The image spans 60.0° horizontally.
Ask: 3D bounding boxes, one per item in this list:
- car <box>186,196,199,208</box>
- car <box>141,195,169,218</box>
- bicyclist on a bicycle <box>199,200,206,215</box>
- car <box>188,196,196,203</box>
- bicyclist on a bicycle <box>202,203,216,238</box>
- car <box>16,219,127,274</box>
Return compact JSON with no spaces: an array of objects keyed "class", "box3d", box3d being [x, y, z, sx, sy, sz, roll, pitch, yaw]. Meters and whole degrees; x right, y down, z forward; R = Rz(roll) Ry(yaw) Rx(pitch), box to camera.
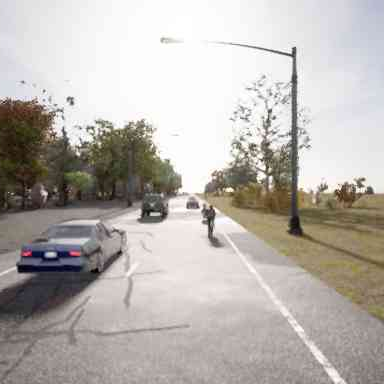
[{"class":"car","box3d":[0.088,1.603,49.694,2.033,1.411,5.357,0,0,0]},{"class":"car","box3d":[-3.401,1.255,31.215,2.150,2.045,5.566,0,0,0]},{"class":"bicyclist on a bicycle","box3d":[0.984,1.465,26.506,0.866,1.612,1.509,0,0,0]},{"class":"car","box3d":[0.000,1.584,73.976,1.837,1.490,4.892,0,0,0]},{"class":"bicyclist on a bicycle","box3d":[0.965,1.471,16.690,0.582,1.620,1.656,0,0,0]},{"class":"car","box3d":[-3.407,1.559,10.500,2.033,1.411,5.357,0,0,0]}]
